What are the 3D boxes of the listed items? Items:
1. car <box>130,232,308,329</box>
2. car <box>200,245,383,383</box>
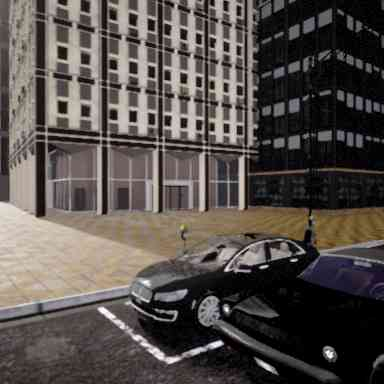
[{"bbox_3d":[0.904,1.550,6.754,4.403,1.369,2.008,0,0,-36],"label":"car"},{"bbox_3d":[2.604,1.599,4.945,4.718,1.301,1.895,0,0,-36],"label":"car"}]
